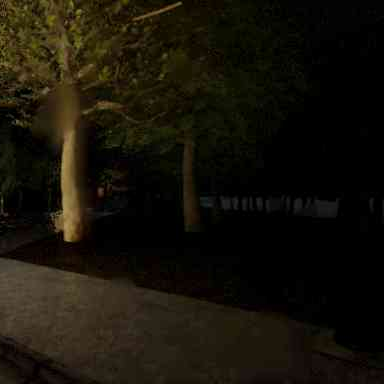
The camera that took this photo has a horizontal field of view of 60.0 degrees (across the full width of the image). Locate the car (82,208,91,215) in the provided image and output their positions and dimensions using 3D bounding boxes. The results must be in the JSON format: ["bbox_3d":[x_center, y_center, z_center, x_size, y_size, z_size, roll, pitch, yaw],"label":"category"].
[{"bbox_3d":[-23.001,4.138,69.565,1.837,1.490,4.892,0,-3,-10],"label":"car"}]

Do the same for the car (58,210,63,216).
[{"bbox_3d":[-26.126,4.240,68.559,1.895,1.301,4.718,0,-3,-10],"label":"car"}]

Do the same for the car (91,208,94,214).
[{"bbox_3d":[-24.741,4.525,79.843,2.128,1.511,4.902,0,-3,-10],"label":"car"}]
